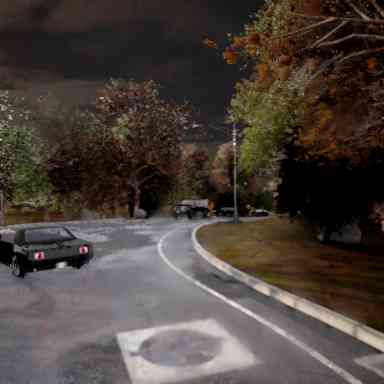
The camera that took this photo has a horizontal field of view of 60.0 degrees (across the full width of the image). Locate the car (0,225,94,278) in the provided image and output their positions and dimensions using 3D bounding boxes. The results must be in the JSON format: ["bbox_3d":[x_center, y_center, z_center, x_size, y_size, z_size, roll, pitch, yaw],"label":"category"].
[{"bbox_3d":[-5.044,1.696,10.566,1.895,1.301,4.718,0,0,-43],"label":"car"}]

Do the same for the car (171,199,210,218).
[{"bbox_3d":[-0.047,1.729,35.797,2.150,2.045,5.566,-1,-3,29],"label":"car"}]

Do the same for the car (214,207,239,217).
[{"bbox_3d":[4.680,2.678,44.639,1.895,1.301,4.718,-1,-4,28],"label":"car"}]

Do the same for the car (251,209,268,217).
[{"bbox_3d":[11.754,3.727,57.770,1.882,1.535,5.008,-1,-5,29],"label":"car"}]
